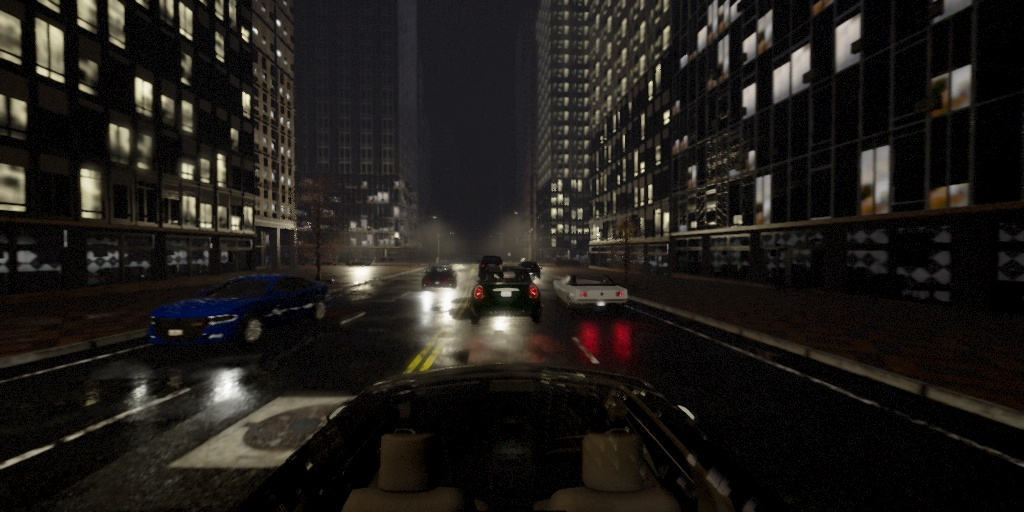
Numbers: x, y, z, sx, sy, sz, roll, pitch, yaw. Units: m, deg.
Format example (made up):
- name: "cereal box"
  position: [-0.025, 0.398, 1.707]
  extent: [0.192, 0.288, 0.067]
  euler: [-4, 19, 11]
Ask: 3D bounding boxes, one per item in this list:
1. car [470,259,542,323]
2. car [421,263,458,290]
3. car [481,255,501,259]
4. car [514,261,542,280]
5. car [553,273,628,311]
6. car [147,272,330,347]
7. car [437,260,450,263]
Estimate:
- name: "car"
  position: [-0.253, 1.098, 12.310]
  extent: [2.097, 1.767, 4.553]
  euler: [0, 0, -3]
- name: "car"
  position: [-4.380, 1.317, 22.180]
  extent: [1.994, 1.385, 4.181]
  euler: [0, 0, -5]
- name: "car"
  position: [-1.927, 0.958, 32.626]
  extent: [2.150, 2.045, 5.566]
  euler: [0, 0, -6]
- name: "car"
  position: [1.379, 1.231, 32.161]
  extent: [1.837, 1.490, 4.892]
  euler: [0, 0, -6]
- name: "car"
  position: [2.908, 1.337, 14.404]
  extent: [1.895, 1.301, 4.718]
  euler: [0, 0, -3]
- name: "car"
  position: [-6.802, 1.240, 9.645]
  extent: [1.882, 1.535, 5.008]
  euler: [0, 0, -2]
- name: "car"
  position: [-11.199, 1.293, 59.199]
  extent: [2.033, 1.411, 5.357]
  euler: [0, 0, -6]
